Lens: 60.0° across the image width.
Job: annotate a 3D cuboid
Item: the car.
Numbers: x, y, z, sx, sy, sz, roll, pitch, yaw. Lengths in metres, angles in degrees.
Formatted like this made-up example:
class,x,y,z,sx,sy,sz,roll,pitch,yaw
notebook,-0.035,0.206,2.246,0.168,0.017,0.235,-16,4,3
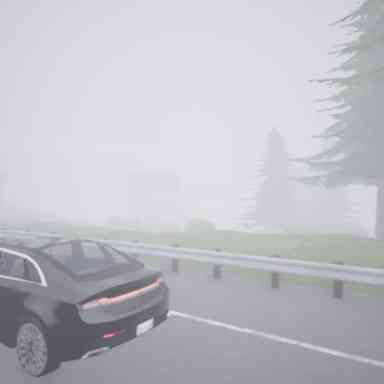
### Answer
class,x,y,z,sx,sy,sz,roll,pitch,yaw
car,-2.630,1.514,5.549,4.902,1.511,2.128,0,0,33
